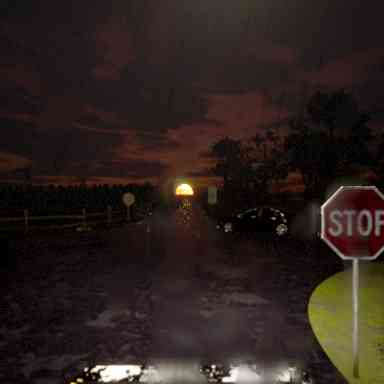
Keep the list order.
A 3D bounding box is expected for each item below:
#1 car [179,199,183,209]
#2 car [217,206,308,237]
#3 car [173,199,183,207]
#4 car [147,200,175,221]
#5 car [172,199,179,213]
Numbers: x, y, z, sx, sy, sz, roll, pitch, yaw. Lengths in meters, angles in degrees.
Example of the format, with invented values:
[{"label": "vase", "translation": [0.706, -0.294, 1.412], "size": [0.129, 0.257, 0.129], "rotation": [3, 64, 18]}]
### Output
[{"label": "car", "translation": [-2.827, 1.866, 49.826], "size": [1.882, 1.535, 5.008], "rotation": [0, 0, 0]}, {"label": "car", "translation": [3.737, 1.553, 18.111], "size": [4.892, 1.490, 1.837], "rotation": [-1, 1, 29]}, {"label": "car", "translation": [-2.745, 2.089, 65.280], "size": [1.812, 1.442, 4.674], "rotation": [0, -1, 0]}, {"label": "car", "translation": [-2.867, 1.733, 30.204], "size": [1.837, 1.490, 4.892], "rotation": [0, 0, 1]}, {"label": "car", "translation": [-2.840, 1.808, 39.693], "size": [1.837, 1.490, 4.892], "rotation": [0, 0, 0]}]
